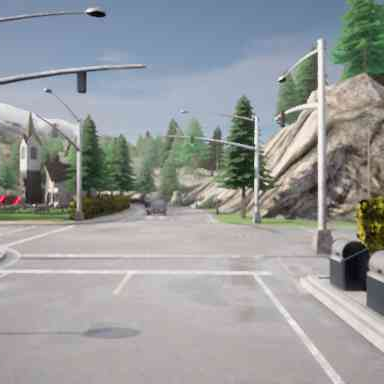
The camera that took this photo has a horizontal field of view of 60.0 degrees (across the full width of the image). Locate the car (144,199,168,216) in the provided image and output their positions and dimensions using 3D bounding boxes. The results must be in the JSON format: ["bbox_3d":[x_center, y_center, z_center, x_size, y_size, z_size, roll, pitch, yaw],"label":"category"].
[{"bbox_3d":[-3.745,1.808,36.024,1.994,1.385,4.181,0,0,-2],"label":"car"}]

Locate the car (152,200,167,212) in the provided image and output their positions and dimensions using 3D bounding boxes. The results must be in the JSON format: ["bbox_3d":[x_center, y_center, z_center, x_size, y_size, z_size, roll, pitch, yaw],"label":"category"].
[{"bbox_3d":[-4.404,1.828,44.577,1.812,1.442,4.674,0,0,-8],"label":"car"}]

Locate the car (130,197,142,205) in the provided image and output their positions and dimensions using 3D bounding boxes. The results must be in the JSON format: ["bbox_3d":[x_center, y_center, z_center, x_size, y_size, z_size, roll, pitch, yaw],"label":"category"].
[{"bbox_3d":[-12.320,1.926,72.754,5.008,1.535,1.882,0,-1,42],"label":"car"}]

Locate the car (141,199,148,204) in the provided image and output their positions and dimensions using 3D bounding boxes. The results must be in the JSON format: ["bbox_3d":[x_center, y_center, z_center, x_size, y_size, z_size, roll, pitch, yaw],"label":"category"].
[{"bbox_3d":[-6.611,1.873,54.389,1.837,1.490,4.892,0,0,-18],"label":"car"}]

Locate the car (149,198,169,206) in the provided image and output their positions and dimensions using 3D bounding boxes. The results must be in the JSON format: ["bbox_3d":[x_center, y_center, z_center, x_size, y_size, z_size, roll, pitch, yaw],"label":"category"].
[{"bbox_3d":[-6.457,1.982,64.196,2.033,1.411,5.357,0,0,-27],"label":"car"}]
